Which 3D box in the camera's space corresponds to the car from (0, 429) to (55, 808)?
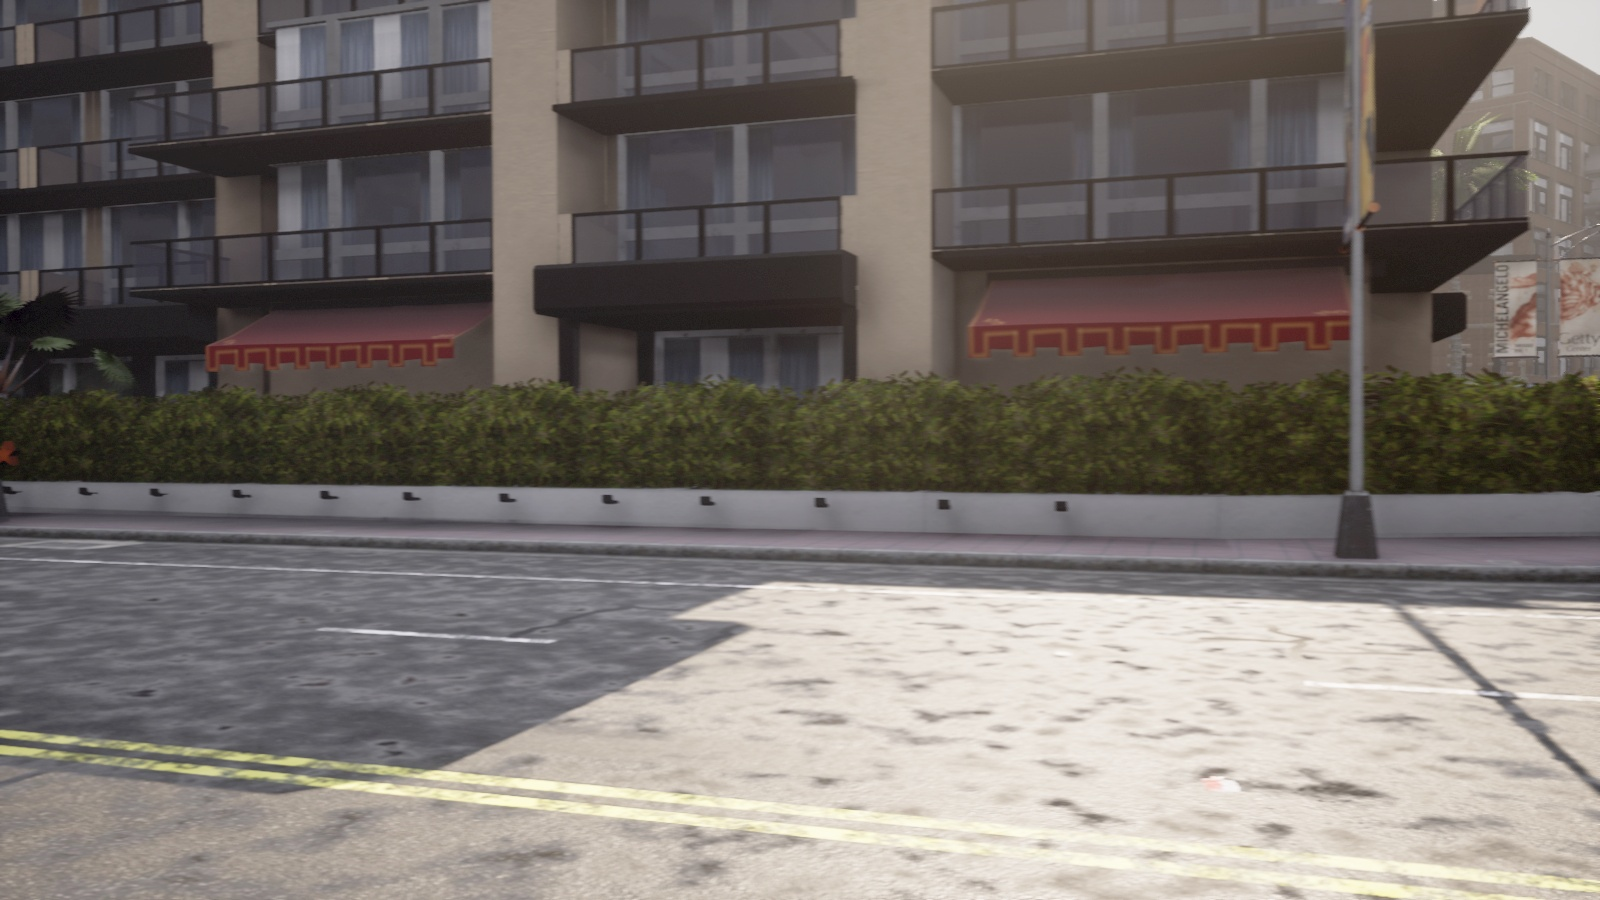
[{"bbox_3d":[-5.594,0.671,5.031,4.514,1.525,2.007,1,1,18],"label":"car"}]
